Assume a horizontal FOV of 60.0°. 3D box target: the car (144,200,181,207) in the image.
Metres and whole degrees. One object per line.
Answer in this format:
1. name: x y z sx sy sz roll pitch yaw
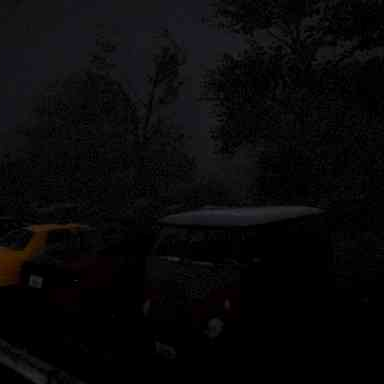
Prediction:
1. car: -0.648 1.545 23.016 2.097 1.535 5.008 0 0 35

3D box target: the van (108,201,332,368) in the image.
1. van: 0.974 1.258 5.659 1.878 1.987 4.442 0 0 35

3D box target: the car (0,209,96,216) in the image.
1. car: -5.805 1.524 10.629 2.097 1.535 5.008 0 0 35

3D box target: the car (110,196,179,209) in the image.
1. car: -2.931 1.311 24.616 2.435 2.045 5.566 -1 0 35

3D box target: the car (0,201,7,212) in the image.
1. car: -25.574 1.837 40.818 2.002 1.452 4.674 -1 0 36

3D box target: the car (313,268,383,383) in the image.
1. car: 3.309 1.500 4.102 2.163 1.488 4.792 0 0 35

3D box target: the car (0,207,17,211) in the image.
1. car: -10.384 1.589 13.865 2.163 1.488 4.792 0 0 35

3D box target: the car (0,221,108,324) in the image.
1. car: -1.223 1.527 7.404 2.163 1.488 4.792 0 0 35

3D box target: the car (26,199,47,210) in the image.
1. car: -12.091 1.645 30.954 1.946 1.575 5.366 -1 0 36

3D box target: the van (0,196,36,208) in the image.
1. van: -18.719 1.488 36.056 1.878 1.987 4.442 -1 0 36

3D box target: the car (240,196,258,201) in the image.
1. car: 3.871 1.261 19.765 2.435 2.045 5.566 0 0 36

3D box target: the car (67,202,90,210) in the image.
1. car: -7.464 1.634 27.847 2.163 1.488 4.792 -1 0 35

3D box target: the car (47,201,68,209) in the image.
1. car: -9.718 1.626 29.483 2.097 1.535 5.008 -1 0 35

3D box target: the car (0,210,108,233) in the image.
1. car: -3.414 1.507 9.159 1.946 1.575 5.366 0 0 35

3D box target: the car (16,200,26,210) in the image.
1. car: -14.251 1.710 32.721 2.002 1.452 4.674 -1 0 36

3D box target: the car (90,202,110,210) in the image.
1. car: -5.163 1.612 26.277 2.163 1.488 4.792 -1 0 36

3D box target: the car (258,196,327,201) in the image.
1. car: 6.039 1.249 18.220 2.435 2.045 5.566 0 0 35
